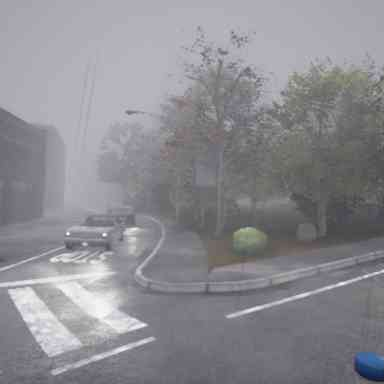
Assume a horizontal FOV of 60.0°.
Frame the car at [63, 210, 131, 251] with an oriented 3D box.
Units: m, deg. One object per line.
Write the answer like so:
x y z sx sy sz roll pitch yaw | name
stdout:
-4.275 1.773 15.337 1.895 1.301 4.718 2 -1 -2 | car

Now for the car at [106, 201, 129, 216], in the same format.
-8.712 1.880 38.634 1.882 1.535 5.008 3 -2 -21 | car

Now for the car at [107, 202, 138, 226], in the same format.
-5.343 1.772 26.125 1.837 1.490 4.892 2 -1 -10 | car
